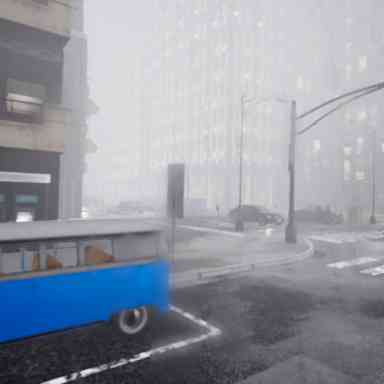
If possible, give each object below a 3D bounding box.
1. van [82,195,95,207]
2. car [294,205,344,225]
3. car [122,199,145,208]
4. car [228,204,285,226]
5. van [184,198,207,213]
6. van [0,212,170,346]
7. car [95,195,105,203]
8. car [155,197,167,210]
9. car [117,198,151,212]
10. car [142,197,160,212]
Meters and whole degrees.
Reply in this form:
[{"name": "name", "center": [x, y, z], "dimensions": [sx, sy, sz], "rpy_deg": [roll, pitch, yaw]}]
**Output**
[{"name": "van", "center": [-16.457, 1.357, 49.732], "dimensions": [1.690, 1.788, 3.998], "rpy_deg": [2, -1, -35]}, {"name": "car", "center": [9.979, 1.753, 26.931], "dimensions": [1.967, 1.590, 4.097], "rpy_deg": [2, -1, -35]}, {"name": "car", "center": [-9.630, 1.833, 54.574], "dimensions": [1.947, 1.339, 4.313], "rpy_deg": [2, -1, -35]}, {"name": "car", "center": [4.609, 1.663, 24.489], "dimensions": [1.812, 1.442, 4.674], "rpy_deg": [2, -1, -35]}, {"name": "van", "center": [0.178, 1.629, 40.755], "dimensions": [1.690, 1.788, 3.998], "rpy_deg": [2, -1, -35]}, {"name": "van", "center": [-2.263, 1.352, 5.091], "dimensions": [3.998, 1.788, 1.690], "rpy_deg": [1, 1, -35]}, {"name": "car", "center": [-15.321, 1.312, 52.783], "dimensions": [1.837, 1.490, 4.892], "rpy_deg": [2, -1, -35]}, {"name": "car", "center": [-3.095, 1.831, 45.359], "dimensions": [2.008, 1.369, 4.403], "rpy_deg": [2, -1, -35]}, {"name": "car", "center": [-6.660, 1.587, 35.906], "dimensions": [2.008, 1.369, 4.403], "rpy_deg": [2, -1, -35]}, {"name": "car", "center": [-5.984, 1.674, 39.438], "dimensions": [1.994, 1.385, 4.181], "rpy_deg": [2, -1, -35]}]
